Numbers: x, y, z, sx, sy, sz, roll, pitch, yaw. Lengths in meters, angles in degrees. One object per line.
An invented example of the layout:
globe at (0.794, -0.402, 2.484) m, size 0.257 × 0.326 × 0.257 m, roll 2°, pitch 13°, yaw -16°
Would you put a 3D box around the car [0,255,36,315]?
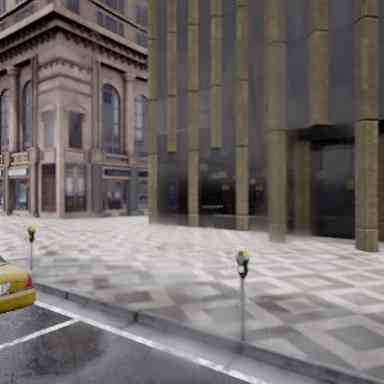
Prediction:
car at (-4.967, 1.510, 6.514) m, size 4.829 × 1.417 × 1.752 m, roll 0°, pitch 0°, yaw 35°
